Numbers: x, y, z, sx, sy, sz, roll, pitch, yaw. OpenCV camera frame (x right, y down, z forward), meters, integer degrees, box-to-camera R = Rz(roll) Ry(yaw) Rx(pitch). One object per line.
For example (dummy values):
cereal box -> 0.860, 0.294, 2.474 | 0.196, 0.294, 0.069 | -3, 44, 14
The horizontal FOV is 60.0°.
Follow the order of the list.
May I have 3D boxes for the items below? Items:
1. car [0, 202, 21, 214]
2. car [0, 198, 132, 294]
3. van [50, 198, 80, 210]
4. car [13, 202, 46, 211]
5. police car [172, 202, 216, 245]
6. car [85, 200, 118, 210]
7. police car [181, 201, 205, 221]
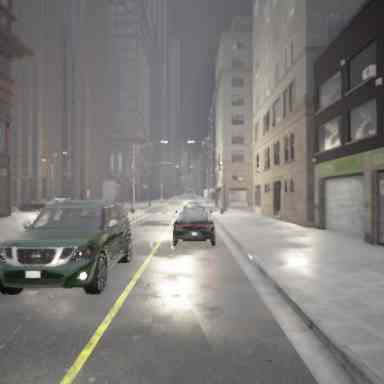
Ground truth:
car -> -25.091, 2.039, 43.085 | 4.829, 1.417, 1.752 | -1, 0, 0
car -> -3.095, 1.273, 9.250 | 2.150, 2.045, 5.566 | 0, 0, 0
van -> -19.619, 1.878, 51.591 | 3.998, 1.788, 1.690 | -1, 0, 0
car -> -25.240, 2.187, 51.610 | 4.206, 1.307, 1.802 | -1, 0, 0
police car -> 0.098, 1.516, 16.112 | 1.930, 1.638, 5.238 | 0, 0, 0
car -> -13.993, 2.014, 51.573 | 4.507, 1.381, 1.887 | -1, 0, 0
police car -> 0.104, 1.691, 31.009 | 2.038, 1.542, 4.974 | 0, 0, 0
